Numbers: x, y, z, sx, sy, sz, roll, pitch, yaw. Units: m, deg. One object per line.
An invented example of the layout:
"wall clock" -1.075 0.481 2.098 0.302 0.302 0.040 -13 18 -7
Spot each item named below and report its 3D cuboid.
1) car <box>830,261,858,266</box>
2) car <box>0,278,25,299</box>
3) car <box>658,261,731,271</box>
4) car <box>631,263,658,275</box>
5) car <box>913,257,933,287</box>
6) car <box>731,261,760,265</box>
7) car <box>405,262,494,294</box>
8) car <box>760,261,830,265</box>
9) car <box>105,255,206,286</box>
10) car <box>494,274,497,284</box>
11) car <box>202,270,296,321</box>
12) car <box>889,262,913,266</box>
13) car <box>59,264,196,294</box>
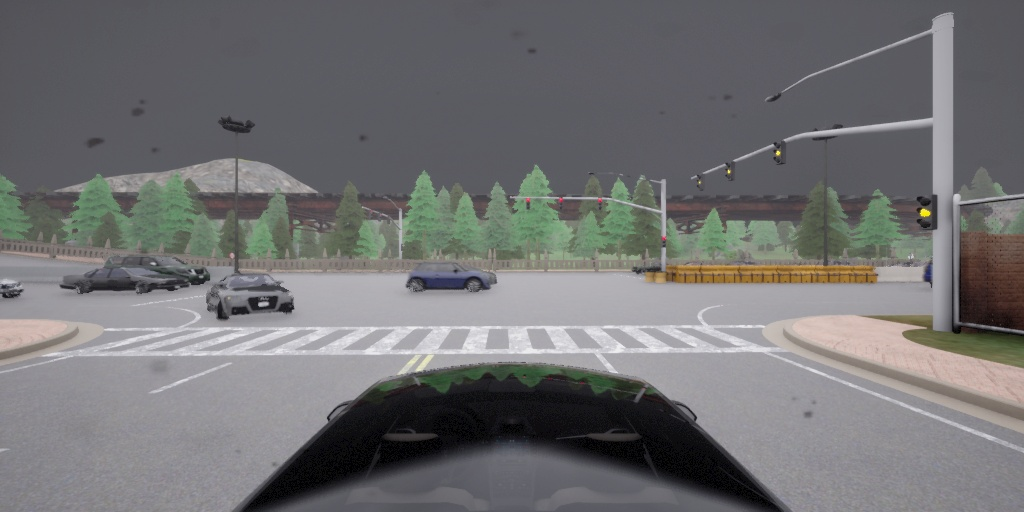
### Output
"car" 34.696 1.242 38.866 4.902 1.511 2.128 0 0 -2
"car" -24.738 1.267 15.796 4.674 1.442 1.812 0 0 -2
"car" 15.873 1.228 31.276 5.008 1.535 1.882 0 0 -2
"car" 15.287 1.351 38.261 4.718 1.301 1.895 0 0 -2
"car" 27.503 0.973 20.935 5.566 2.045 2.150 0 0 -2
"car" 24.540 1.241 38.552 4.902 1.511 2.128 0 0 -2
"car" -3.462 1.102 19.963 4.553 1.767 2.097 0 0 -2
"car" 24.863 1.314 31.559 4.181 1.385 1.994 0 0 -2
"car" -22.658 0.960 22.863 5.566 2.045 2.150 1 0 -2
"car" -3.070 1.314 23.478 4.181 1.385 1.994 0 0 -2
"car" -9.173 1.314 12.544 4.181 1.385 1.994 0 0 43
"car" 34.808 1.314 31.865 4.181 1.385 1.994 0 0 -2
"car" -20.857 1.293 19.416 5.357 1.411 2.033 0 0 -2
